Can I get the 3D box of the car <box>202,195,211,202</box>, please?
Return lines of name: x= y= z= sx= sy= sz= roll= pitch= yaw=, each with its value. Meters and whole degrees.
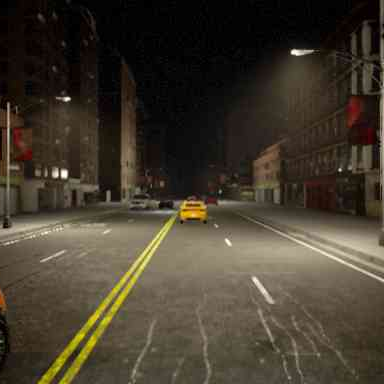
car: x=3.260 y=1.547 z=76.635 sx=1.882 sy=1.535 sz=5.008 roll=0 pitch=0 yaw=0

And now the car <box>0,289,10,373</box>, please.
car: x=-3.350 y=1.355 z=2.278 sx=2.097 sy=1.767 sz=4.553 roll=0 pitch=0 yaw=0

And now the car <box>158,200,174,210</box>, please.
car: x=-3.334 y=1.643 z=43.347 sx=1.895 sy=1.301 sz=4.718 roll=0 pitch=0 yaw=0

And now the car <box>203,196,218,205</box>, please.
car: x=3.359 y=1.409 z=59.302 sx=2.097 sy=1.767 sz=4.553 roll=0 pitch=0 yaw=0

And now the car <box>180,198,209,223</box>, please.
car: x=0.105 y=1.504 z=26.013 sx=1.882 sy=1.535 sz=5.008 roll=0 pitch=0 yaw=0

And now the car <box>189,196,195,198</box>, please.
car: x=0.009 y=1.663 z=75.338 sx=1.895 sy=1.301 sz=4.718 roll=0 pitch=0 yaw=0

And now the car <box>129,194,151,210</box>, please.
car: x=-6.586 y=1.263 z=43.053 sx=2.150 sy=2.045 sz=5.566 roll=0 pitch=0 yaw=0
